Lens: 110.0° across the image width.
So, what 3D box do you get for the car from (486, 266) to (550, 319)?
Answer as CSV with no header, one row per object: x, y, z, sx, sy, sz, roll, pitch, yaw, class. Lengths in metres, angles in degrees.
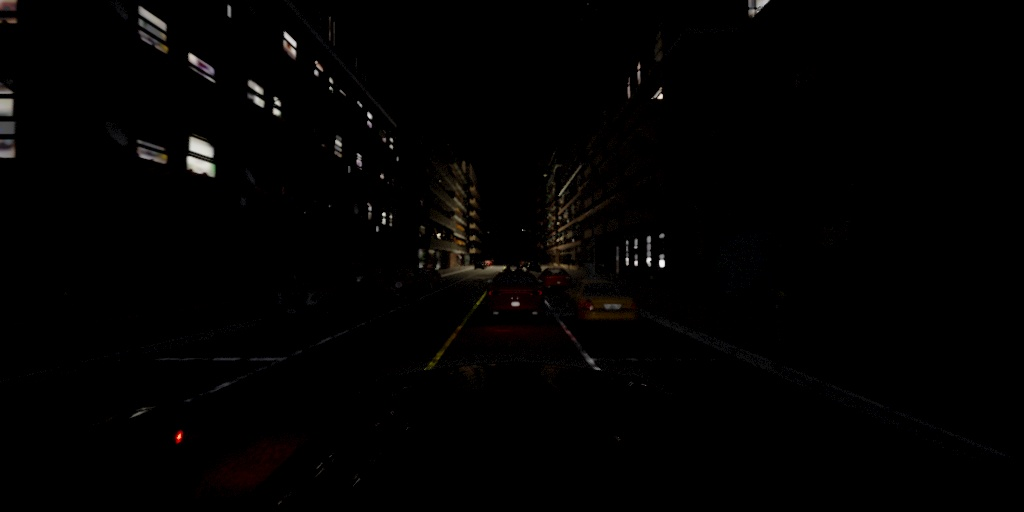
0.105,1.295,13.151,1.882,1.535,5.008,0,0,0,car

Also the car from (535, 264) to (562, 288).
2.697,1.420,23.028,1.888,1.381,4.507,0,0,0,car

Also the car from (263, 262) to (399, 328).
-5.688,1.123,11.763,2.192,1.841,5.009,0,0,0,car

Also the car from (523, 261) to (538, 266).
2.707,1.555,45.572,2.007,1.370,4.403,0,0,0,car

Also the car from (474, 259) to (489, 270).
-5.667,1.651,62.488,2.007,1.370,4.403,0,0,0,car

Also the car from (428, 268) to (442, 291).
-5.683,1.419,23.036,1.888,1.381,4.507,0,0,0,car

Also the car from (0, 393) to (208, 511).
-3.102,1.288,0.132,2.033,1.411,5.357,0,0,0,car

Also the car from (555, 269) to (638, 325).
2.693,1.334,11.926,1.751,1.417,4.829,0,0,0,car

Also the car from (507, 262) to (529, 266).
0.112,1.469,31.161,2.033,1.411,5.357,0,0,0,car

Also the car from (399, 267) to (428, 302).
-5.686,1.281,17.399,1.967,1.591,4.097,0,0,0,car
